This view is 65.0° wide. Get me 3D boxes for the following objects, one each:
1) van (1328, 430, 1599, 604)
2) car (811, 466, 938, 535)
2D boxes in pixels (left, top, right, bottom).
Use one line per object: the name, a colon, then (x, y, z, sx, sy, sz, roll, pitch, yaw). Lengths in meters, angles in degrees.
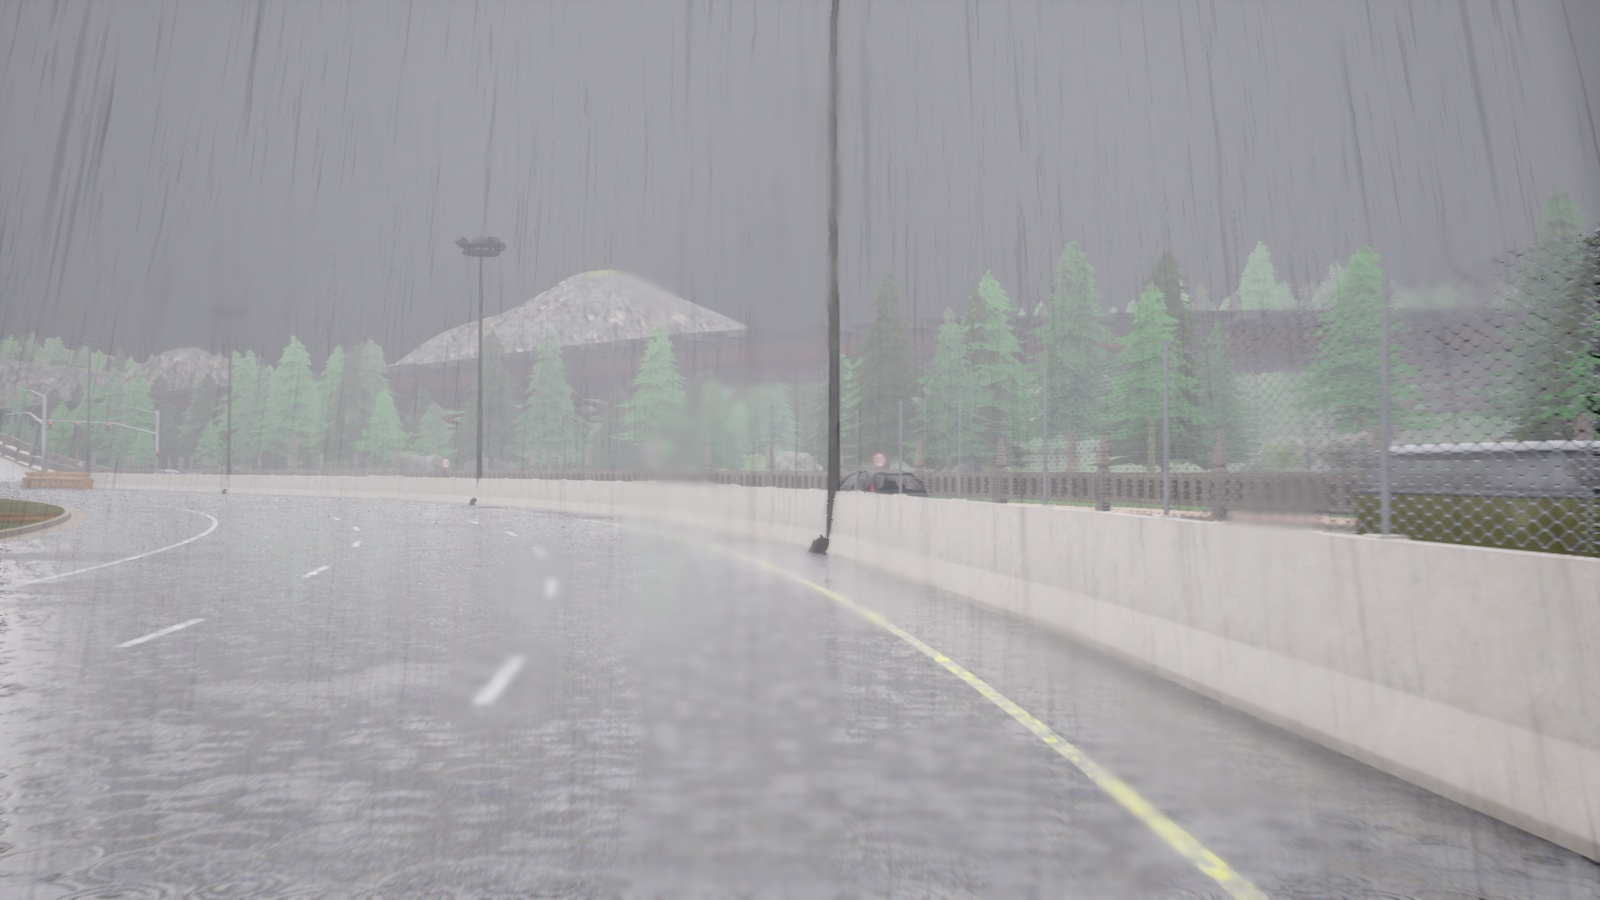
van: (9.122, 0.808, 16.693, 1.775, 1.987, 4.442, 0, -1, -9)
car: (1.813, 1.238, 31.867, 1.851, 1.617, 3.988, 0, -1, -18)
